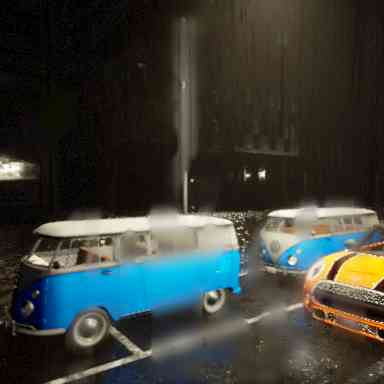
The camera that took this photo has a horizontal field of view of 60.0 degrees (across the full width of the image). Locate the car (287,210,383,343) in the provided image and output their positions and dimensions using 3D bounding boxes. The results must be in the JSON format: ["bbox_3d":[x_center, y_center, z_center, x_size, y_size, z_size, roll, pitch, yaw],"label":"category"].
[{"bbox_3d":[4.151,1.358,6.233,4.553,1.767,2.097,0,0,-36],"label":"car"}]

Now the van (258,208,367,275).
[{"bbox_3d":[3.630,1.360,9.263,3.998,1.788,1.690,0,0,-36],"label":"van"}]

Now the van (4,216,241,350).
[{"bbox_3d":[-0.959,1.367,5.983,3.998,1.788,1.690,0,0,-36],"label":"van"}]
